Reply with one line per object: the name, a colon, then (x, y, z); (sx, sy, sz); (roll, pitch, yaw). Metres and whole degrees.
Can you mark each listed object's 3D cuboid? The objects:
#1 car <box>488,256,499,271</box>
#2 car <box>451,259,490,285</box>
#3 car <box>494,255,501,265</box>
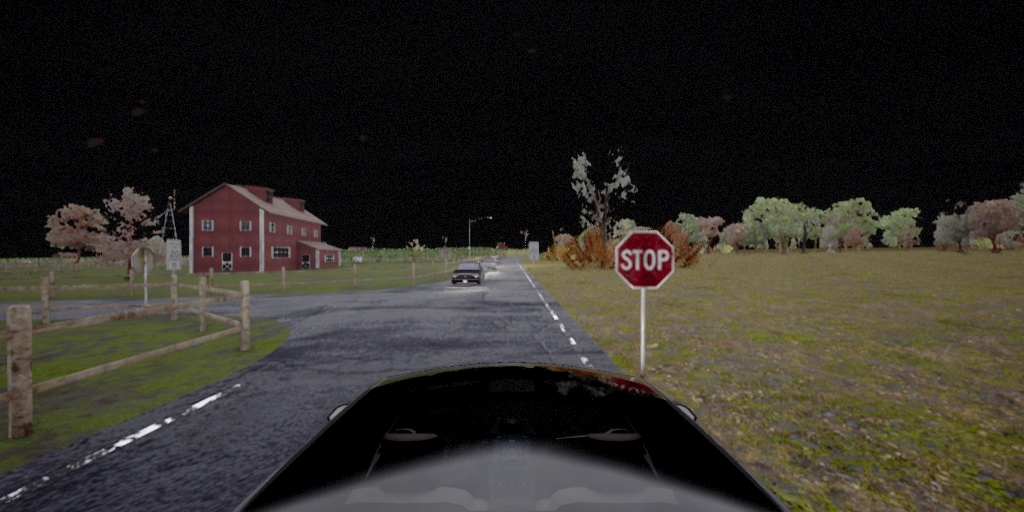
car: (-2.830, 1.007, 41.218); (1.895, 1.301, 4.718); (0, 1, 0)
car: (-2.807, 1.112, 24.052); (2.033, 1.411, 5.357); (0, 1, 0)
car: (-2.869, 0.655, 59.369); (2.128, 1.511, 4.902); (0, 0, 0)
